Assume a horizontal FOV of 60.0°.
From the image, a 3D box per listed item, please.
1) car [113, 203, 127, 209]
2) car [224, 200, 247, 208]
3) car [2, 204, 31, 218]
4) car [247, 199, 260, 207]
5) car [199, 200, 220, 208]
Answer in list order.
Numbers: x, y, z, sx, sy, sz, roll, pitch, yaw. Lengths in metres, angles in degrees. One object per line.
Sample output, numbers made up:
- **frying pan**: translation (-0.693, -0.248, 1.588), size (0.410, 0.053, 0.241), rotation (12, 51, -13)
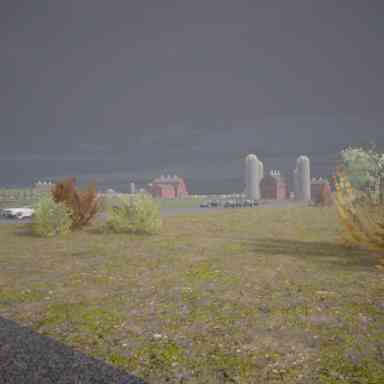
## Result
- **car**: translation (-8.433, 1.990, 42.782), size (1.895, 1.301, 4.718), rotation (-1, -1, 36)
- **car**: translation (7.343, 2.093, 58.468), size (1.812, 1.442, 4.674), rotation (-1, -1, 36)
- **car**: translation (-15.793, 1.853, 32.608), size (1.895, 1.301, 4.718), rotation (-1, -1, 37)
- **car**: translation (11.487, 2.173, 64.283), size (1.812, 1.442, 4.674), rotation (-1, -1, 36)
- **car**: translation (3.189, 2.111, 58.805), size (1.837, 1.490, 4.892), rotation (-1, -2, 36)
